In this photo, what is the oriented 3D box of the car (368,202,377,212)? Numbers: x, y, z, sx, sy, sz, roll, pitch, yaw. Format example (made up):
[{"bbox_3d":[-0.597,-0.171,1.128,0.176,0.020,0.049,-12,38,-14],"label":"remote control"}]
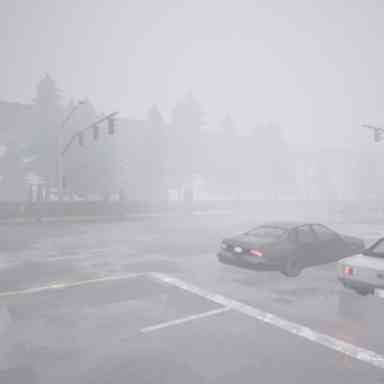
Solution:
[{"bbox_3d":[24.619,1.828,42.945,4.674,1.442,1.812,0,0,-35],"label":"car"}]

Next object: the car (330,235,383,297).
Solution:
[{"bbox_3d":[5.439,1.659,7.626,4.718,1.301,1.895,0,0,-35],"label":"car"}]

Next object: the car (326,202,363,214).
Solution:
[{"bbox_3d":[17.300,1.850,37.801,4.718,1.301,1.895,0,0,-35],"label":"car"}]

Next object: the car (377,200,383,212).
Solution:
[{"bbox_3d":[23.770,1.768,38.089,4.902,1.511,2.128,0,0,-35],"label":"car"}]

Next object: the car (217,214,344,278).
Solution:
[{"bbox_3d":[3.284,1.611,10.387,5.357,1.411,2.033,0,0,-36],"label":"car"}]
